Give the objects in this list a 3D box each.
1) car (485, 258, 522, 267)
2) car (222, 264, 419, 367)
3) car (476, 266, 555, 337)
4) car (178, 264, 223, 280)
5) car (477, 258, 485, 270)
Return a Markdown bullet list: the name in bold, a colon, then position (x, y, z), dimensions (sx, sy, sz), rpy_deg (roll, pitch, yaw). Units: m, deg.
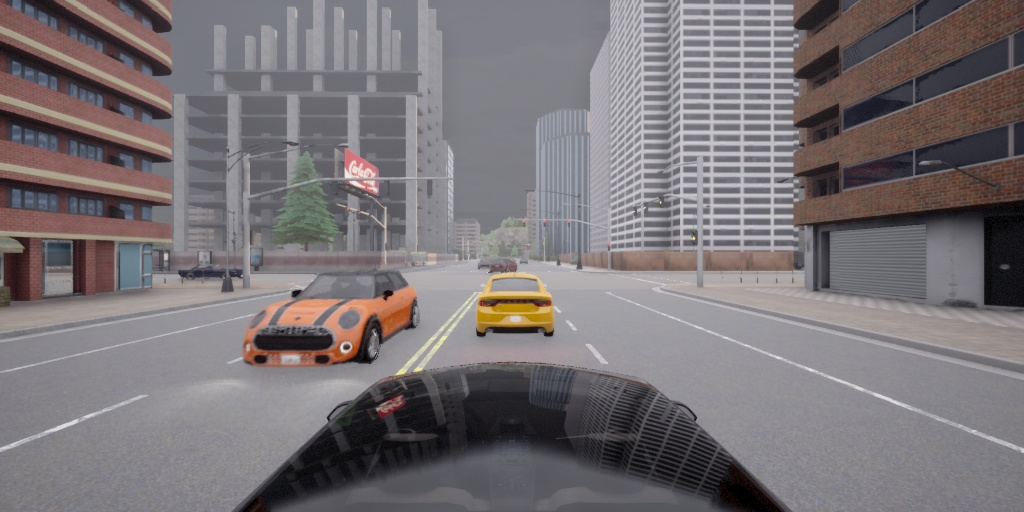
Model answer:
- **car**: position (-0.915, 1.102, 41.097), dimensions (2.097, 1.767, 4.553), rpy_deg (0, 0, 20)
- **car**: position (-3.621, 1.102, 8.100), dimensions (2.097, 1.767, 4.553), rpy_deg (0, 0, 0)
- **car**: position (0.061, 1.228, 10.345), dimensions (1.882, 1.535, 5.008), rpy_deg (0, 0, 0)
- **car**: position (-24.932, 1.351, 30.172), dimensions (4.718, 1.301, 1.895), rpy_deg (0, 0, -1)
- **car**: position (-3.885, 1.102, 52.614), dimensions (2.097, 1.767, 4.553), rpy_deg (0, 0, 0)
